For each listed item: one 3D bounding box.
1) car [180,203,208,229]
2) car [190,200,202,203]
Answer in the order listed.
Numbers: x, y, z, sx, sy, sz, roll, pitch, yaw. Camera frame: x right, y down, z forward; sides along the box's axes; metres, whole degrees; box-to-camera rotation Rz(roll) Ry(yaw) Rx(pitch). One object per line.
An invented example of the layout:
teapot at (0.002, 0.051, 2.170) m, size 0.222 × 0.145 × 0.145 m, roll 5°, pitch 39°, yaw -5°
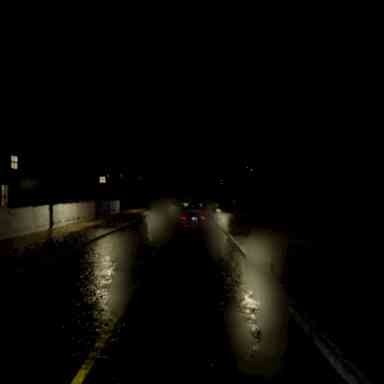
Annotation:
car at (0.114, 1.701, 22.813) m, size 2.033 × 1.411 × 5.357 m, roll 0°, pitch 0°, yaw 0°
car at (0.521, 1.795, 42.093) m, size 1.837 × 1.490 × 4.892 m, roll 0°, pitch -1°, yaw 2°
